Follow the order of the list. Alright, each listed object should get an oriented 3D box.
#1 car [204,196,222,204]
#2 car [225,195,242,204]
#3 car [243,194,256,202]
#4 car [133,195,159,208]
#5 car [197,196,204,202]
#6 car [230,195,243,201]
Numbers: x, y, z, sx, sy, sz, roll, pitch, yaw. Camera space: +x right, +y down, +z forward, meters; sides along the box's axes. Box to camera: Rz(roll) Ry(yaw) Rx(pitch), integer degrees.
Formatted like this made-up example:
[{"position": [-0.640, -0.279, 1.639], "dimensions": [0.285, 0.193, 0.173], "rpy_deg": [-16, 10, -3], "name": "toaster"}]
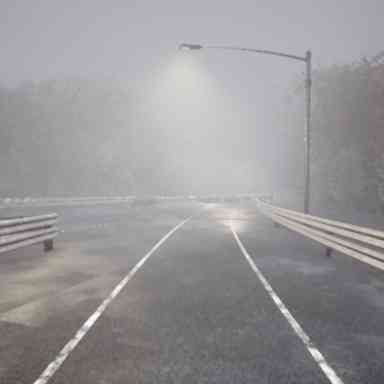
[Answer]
[{"position": [4.495, 1.441, 65.772], "dimensions": [1.882, 1.535, 5.008], "rpy_deg": [1, 0, 20], "name": "car"}, {"position": [7.839, 1.372, 64.723], "dimensions": [2.097, 1.767, 4.553], "rpy_deg": [1, 0, 20], "name": "car"}, {"position": [13.434, 1.543, 80.075], "dimensions": [1.837, 1.490, 4.892], "rpy_deg": [1, 0, 20], "name": "car"}, {"position": [-6.353, 1.206, 46.226], "dimensions": [2.097, 1.767, 4.553], "rpy_deg": [1, 0, 20], "name": "car"}, {"position": [2.669, 1.500, 70.984], "dimensions": [1.895, 1.301, 4.718], "rpy_deg": [1, 0, 20], "name": "car"}, {"position": [11.441, 1.527, 84.827], "dimensions": [2.033, 1.411, 5.357], "rpy_deg": [1, 0, 20], "name": "car"}]
